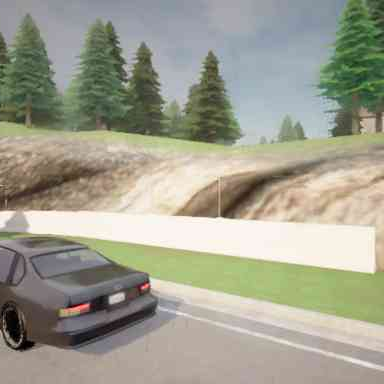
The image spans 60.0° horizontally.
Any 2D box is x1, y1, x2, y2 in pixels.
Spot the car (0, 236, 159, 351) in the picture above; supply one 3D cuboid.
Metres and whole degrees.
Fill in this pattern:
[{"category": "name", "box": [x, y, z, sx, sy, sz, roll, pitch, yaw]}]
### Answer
[{"category": "car", "box": [-3.098, 1.564, 6.230, 5.357, 1.411, 2.033, 0, 0, 36]}]
